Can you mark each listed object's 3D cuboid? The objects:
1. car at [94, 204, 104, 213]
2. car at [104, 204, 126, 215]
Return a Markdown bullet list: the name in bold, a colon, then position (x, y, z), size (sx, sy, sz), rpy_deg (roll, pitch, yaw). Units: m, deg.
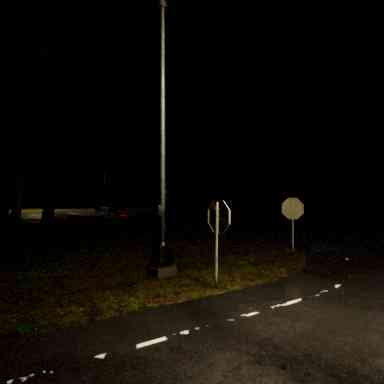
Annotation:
- **car**: position (-16.467, 2.909, 61.252), size (2.097, 1.767, 4.553), rpy_deg (2, -2, -33)
- **car**: position (-12.579, 2.947, 55.414), size (1.837, 1.490, 4.892), rpy_deg (2, -2, -33)
